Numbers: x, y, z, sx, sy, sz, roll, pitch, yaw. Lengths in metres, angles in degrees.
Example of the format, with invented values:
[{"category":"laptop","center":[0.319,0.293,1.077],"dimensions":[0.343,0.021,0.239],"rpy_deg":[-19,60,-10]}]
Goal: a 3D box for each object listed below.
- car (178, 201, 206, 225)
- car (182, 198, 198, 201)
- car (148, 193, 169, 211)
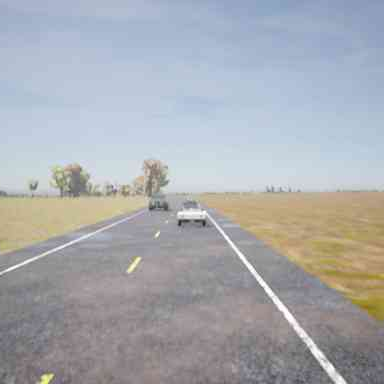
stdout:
[{"category":"car","center":[-0.017,1.579,23.598],"dimensions":[1.895,1.301,4.718],"rpy_deg":[0,0,0]},{"category":"car","center":[-0.244,1.464,41.986],"dimensions":[2.128,1.511,4.902],"rpy_deg":[0,0,-1]},{"category":"car","center":[-3.897,1.194,39.776],"dimensions":[2.150,2.045,5.566],"rpy_deg":[0,0,-1]}]
